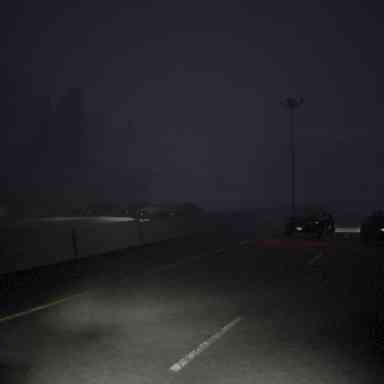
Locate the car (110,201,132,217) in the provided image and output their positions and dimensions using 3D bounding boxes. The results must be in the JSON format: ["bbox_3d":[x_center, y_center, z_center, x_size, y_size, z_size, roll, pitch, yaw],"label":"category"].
[{"bbox_3d":[-5.321,1.607,32.437,1.837,1.490,4.892,0,-1,32],"label":"car"}]

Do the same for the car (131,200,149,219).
[{"bbox_3d":[-2.928,1.616,29.670,1.812,1.442,4.674,0,-1,32],"label":"car"}]

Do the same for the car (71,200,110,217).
[{"bbox_3d":[-9.397,1.567,32.534,1.882,1.535,5.008,0,-1,32],"label":"car"}]

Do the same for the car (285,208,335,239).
[{"bbox_3d":[6.327,1.568,17.721,1.812,1.442,4.674,0,0,32],"label":"car"}]

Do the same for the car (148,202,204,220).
[{"bbox_3d":[-0.935,1.552,26.268,1.882,1.535,5.008,0,0,32],"label":"car"}]

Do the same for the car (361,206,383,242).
[{"bbox_3d":[9.310,1.603,15.890,1.994,1.385,4.181,0,0,32],"label":"car"}]
